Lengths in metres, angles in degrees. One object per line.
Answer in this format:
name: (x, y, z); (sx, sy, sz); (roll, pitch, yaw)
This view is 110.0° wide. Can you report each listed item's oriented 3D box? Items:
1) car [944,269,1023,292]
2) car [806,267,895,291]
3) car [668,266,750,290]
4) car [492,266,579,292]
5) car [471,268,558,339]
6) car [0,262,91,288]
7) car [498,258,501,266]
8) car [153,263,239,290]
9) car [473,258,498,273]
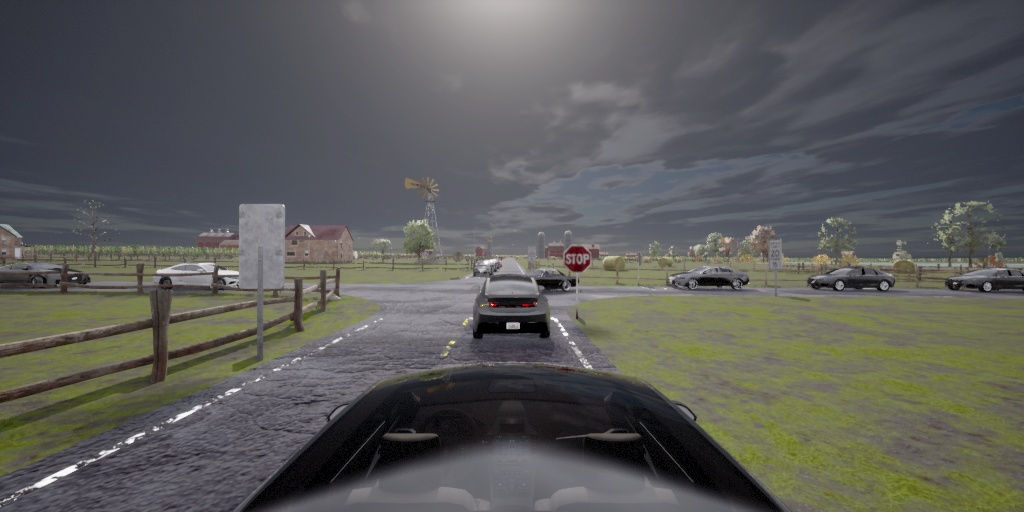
car: (31.689, 1.587, 23.716); (4.892, 1.490, 1.837); (1, -1, -1)
car: (22.187, 1.499, 23.589); (4.892, 1.490, 1.837); (1, -1, -1)
car: (12.785, 1.396, 23.413); (4.902, 1.511, 2.128); (1, -1, -2)
car: (1.488, 1.369, 20.178); (4.718, 1.301, 1.895); (1, 0, -35)
car: (-0.079, 1.256, 10.131); (1.837, 1.490, 4.892); (0, 0, -2)
car: (-26.374, 1.048, 19.950); (4.181, 1.385, 1.994); (1, -1, -1)
car: (-2.878, 1.241, 46.262); (2.128, 1.511, 4.902); (0, 0, 0)
car: (-17.255, 1.104, 20.077); (4.674, 1.442, 1.812); (1, -1, -1)
car: (-2.880, 1.243, 36.816); (2.128, 1.511, 4.902); (0, 0, 0)
